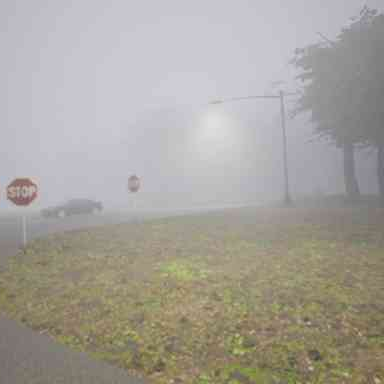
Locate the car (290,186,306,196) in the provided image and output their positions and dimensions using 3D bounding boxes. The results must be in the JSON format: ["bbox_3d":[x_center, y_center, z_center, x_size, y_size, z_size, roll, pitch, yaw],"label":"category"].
[{"bbox_3d":[23.852,-0.218,74.577,2.150,2.045,5.566,-4,-1,34],"label":"car"}]

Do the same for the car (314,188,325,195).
[{"bbox_3d":[27.070,-0.111,70.659,1.994,1.385,4.181,-3,-1,28],"label":"car"}]

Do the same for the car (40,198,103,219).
[{"bbox_3d":[-9.326,1.245,26.067,1.882,1.535,5.008,-4,0,34],"label":"car"}]
